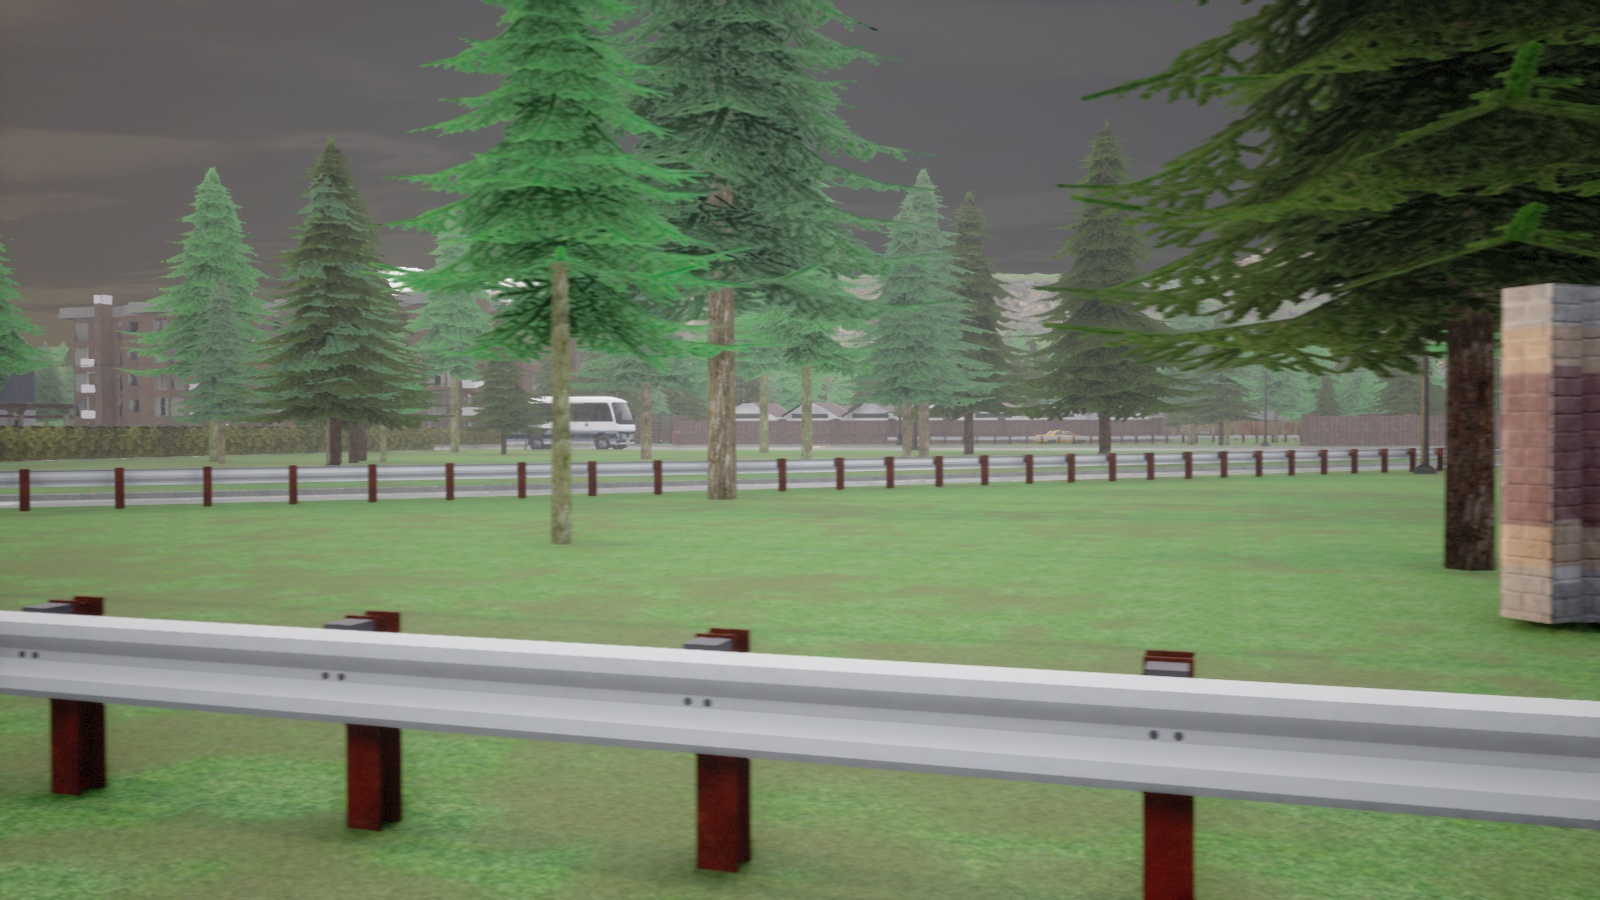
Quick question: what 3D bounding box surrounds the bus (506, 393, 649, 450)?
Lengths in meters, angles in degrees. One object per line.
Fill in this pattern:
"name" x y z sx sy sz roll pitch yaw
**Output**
"bus" -17.230 -2.173 97.264 10.273 4.253 3.944 1 1 19
